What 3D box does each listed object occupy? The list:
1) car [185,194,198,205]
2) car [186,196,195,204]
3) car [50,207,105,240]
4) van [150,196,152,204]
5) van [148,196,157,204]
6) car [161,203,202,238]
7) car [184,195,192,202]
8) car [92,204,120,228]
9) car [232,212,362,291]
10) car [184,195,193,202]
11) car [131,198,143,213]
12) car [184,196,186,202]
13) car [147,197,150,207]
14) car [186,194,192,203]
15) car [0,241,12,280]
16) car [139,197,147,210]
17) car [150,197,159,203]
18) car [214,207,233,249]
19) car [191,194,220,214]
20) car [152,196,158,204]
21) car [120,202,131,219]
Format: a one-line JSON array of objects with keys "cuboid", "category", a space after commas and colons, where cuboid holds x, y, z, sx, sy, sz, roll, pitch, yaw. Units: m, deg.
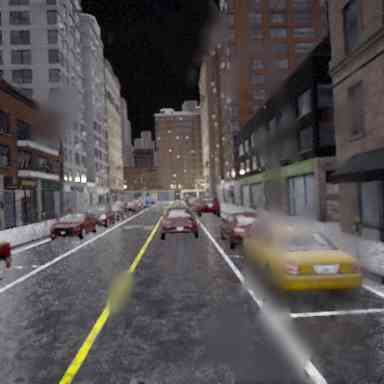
[{"cuboid": [-0.073, 1.372, 63.139, 2.192, 1.841, 5.009, -2, 0, -3], "category": "car"}, {"cuboid": [-0.322, 1.613, 68.785, 1.752, 1.417, 4.829, -2, 0, -3], "category": "car"}, {"cuboid": [-6.588, 1.814, 18.944, 1.887, 1.381, 4.507, -2, 0, -3], "category": "car"}, {"cuboid": [-8.333, 1.734, 57.279, 1.690, 1.788, 3.998, -2, 0, -3], "category": "van"}, {"cuboid": [-9.324, 1.853, 79.185, 1.690, 1.788, 3.998, -2, 0, -3], "category": "van"}, {"cuboid": [-0.687, 1.547, 17.803, 1.812, 1.442, 4.674, -2, 0, -3], "category": "car"}, {"cuboid": [-1.059, 1.620, 85.047, 1.967, 1.590, 4.097, -2, 0, -3], "category": "car"}, {"cuboid": [-6.840, 1.721, 24.421, 1.967, 1.590, 4.097, -2, 0, -3], "category": "car"}, {"cuboid": [2.409, 1.415, 8.540, 1.752, 1.417, 4.829, -2, 0, -3], "category": "car"}, {"cuboid": [-0.812, 1.589, 79.570, 1.967, 1.590, 4.097, -2, 0, -3], "category": "car"}, {"cuboid": [-7.582, 1.871, 40.849, 1.887, 1.381, 4.507, -2, 0, -3], "category": "car"}, {"cuboid": [0.182, 1.581, 57.662, 2.008, 1.369, 4.403, -2, 0, -3], "category": "car"}, {"cuboid": [-8.071, 1.893, 51.631, 1.752, 1.417, 4.829, -2, 0, -3], "category": "car"}, {"cuboid": [0.422, 1.532, 52.353, 1.752, 1.417, 4.829, -2, 0, -3], "category": "car"}, {"cuboid": [-6.091, 1.797, 7.992, 1.887, 1.381, 4.507, -2, 0, -3], "category": "car"}, {"cuboid": [-7.833, 1.787, 46.326, 1.967, 1.590, 4.097, -2, 0, -3], "category": "car"}, {"cuboid": [-9.564, 2.088, 84.661, 1.887, 1.381, 4.507, -2, 0, -3], "category": "car"}, {"cuboid": [2.170, 1.478, 13.847, 1.802, 1.307, 4.206, -2, 0, -3], "category": "car"}, {"cuboid": [1.416, 1.247, 30.278, 2.192, 1.841, 5.009, -2, 0, -3], "category": "car"}, {"cuboid": [-9.069, 2.046, 73.707, 1.947, 1.339, 4.313, -2, 0, -3], "category": "car"}, {"cuboid": [-7.085, 1.846, 29.897, 2.008, 1.369, 4.403, -2, 0, -3], "category": "car"}]
